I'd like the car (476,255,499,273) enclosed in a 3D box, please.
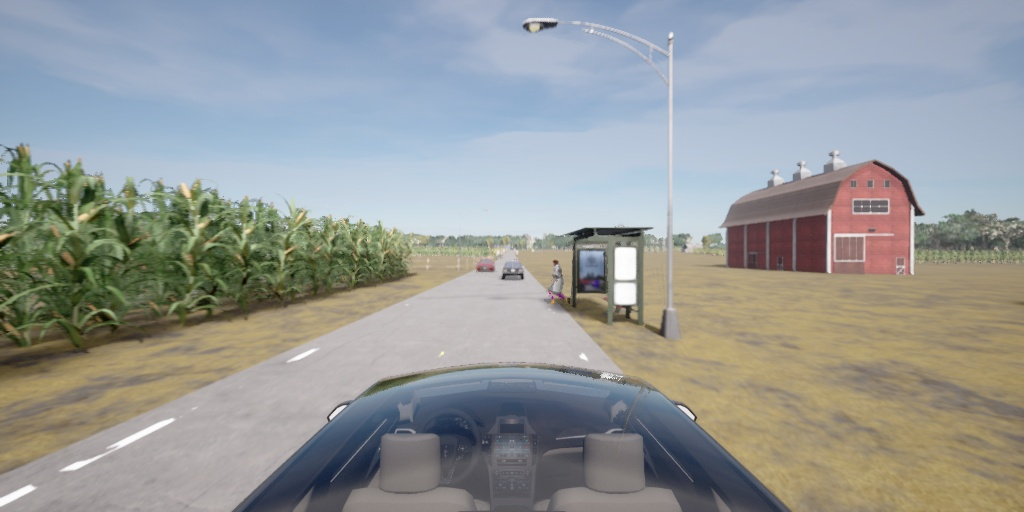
[{"bbox_3d":[-2.824,1.015,39.556,1.882,1.535,5.008,0,0,0],"label":"car"}]

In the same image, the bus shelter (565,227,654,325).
[{"bbox_3d":[3.129,0.558,12.127,1.920,2.740,3.880,0,0,0],"label":"bus shelter"}]

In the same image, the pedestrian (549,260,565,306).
[{"bbox_3d":[1.757,0.966,13.881,0.375,1.860,0.375,0,0,0],"label":"pedestrian"}]

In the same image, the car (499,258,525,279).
[{"bbox_3d":[0.084,1.125,29.928,2.033,1.411,5.357,-1,0,0],"label":"car"}]
